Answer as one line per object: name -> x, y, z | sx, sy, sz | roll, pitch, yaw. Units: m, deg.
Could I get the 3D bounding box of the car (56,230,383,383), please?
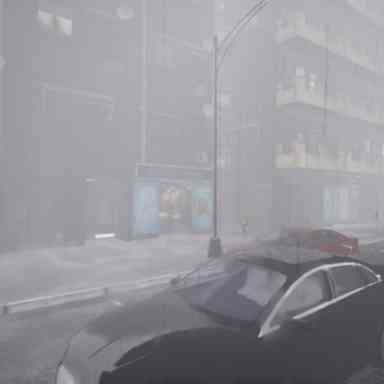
car -> 0.922, 1.523, 4.132 | 4.902, 1.511, 2.128 | 0, -1, -38

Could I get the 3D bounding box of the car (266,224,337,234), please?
car -> 2.840, 1.609, 9.053 | 4.507, 1.381, 1.887 | 0, 0, -38
